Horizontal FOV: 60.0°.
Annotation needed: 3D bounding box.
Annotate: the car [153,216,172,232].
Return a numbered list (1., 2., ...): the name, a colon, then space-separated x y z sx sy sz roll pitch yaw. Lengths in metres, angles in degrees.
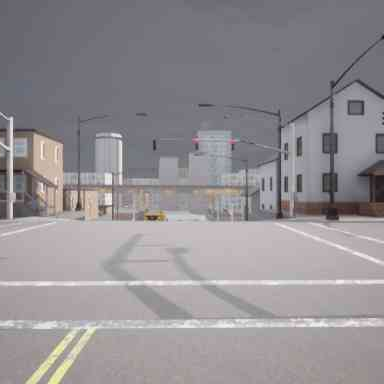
1. car: -3.781 4.223 43.688 2.128 1.511 4.902 0 -13 -1

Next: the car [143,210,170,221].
1. car: -3.673 2.526 33.465 1.882 1.535 5.008 0 -9 1
